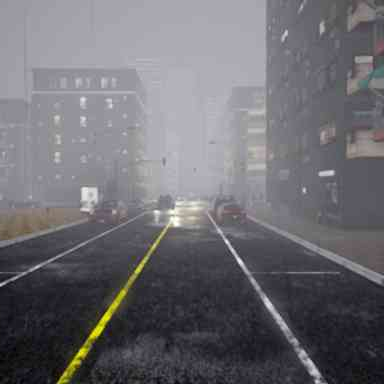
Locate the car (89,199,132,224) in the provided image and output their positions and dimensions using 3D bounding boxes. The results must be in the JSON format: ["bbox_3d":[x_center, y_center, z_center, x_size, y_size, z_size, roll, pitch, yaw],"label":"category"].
[{"bbox_3d":[-5.693,1.287,22.997,1.967,1.590,4.097,0,0,0],"label":"car"}]

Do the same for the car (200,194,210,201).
[{"bbox_3d":[2.700,1.111,71.968,1.947,1.339,4.313,0,0,0],"label":"car"}]

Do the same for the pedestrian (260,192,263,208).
[{"bbox_3d":[8.144,0.911,39.204,0.375,1.860,0.375,0,1,0],"label":"pedestrian"}]

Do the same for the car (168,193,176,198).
[{"bbox_3d":[-5.677,0.965,94.076,1.887,1.381,4.507,0,0,0],"label":"car"}]

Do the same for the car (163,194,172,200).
[{"bbox_3d":[-5.680,1.079,77.505,1.947,1.339,4.313,0,0,0],"label":"car"}]

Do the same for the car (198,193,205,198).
[{"bbox_3d":[2.705,0.986,94.062,1.947,1.339,4.313,0,0,0],"label":"car"}]

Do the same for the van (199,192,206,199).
[{"bbox_3d":[2.702,0.792,88.536,1.690,1.788,3.998,0,0,0],"label":"van"}]

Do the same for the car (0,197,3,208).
[{"bbox_3d":[-27.962,1.678,44.774,4.403,1.369,2.008,-1,2,0],"label":"car"}]

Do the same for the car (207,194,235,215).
[{"bbox_3d":[2.689,1.127,28.521,2.192,1.841,5.009,0,0,0],"label":"car"}]

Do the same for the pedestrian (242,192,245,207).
[{"bbox_3d":[6.144,0.886,39.805,0.375,1.860,0.375,0,1,0],"label":"pedestrian"}]

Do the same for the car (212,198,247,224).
[{"bbox_3d":[2.689,1.392,22.995,1.887,1.381,4.507,0,0,0],"label":"car"}]

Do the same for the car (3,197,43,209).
[{"bbox_3d":[-22.393,1.597,44.813,4.403,1.369,2.008,-1,2,0],"label":"car"}]

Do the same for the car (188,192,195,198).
[{"bbox_3d":[0.020,0.840,92.152,1.812,1.442,4.674,0,0,0],"label":"car"}]

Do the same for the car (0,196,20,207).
[{"bbox_3d":[-30.260,1.479,53.394,4.097,1.590,1.967,-1,2,0],"label":"car"}]

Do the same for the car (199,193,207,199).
[{"bbox_3d":[2.702,1.027,83.014,1.887,1.381,4.507,0,0,0],"label":"car"}]

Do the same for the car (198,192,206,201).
[{"bbox_3d":[2.699,1.160,66.445,1.802,1.307,4.206,0,0,0],"label":"car"}]

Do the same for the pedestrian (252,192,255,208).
[{"bbox_3d":[7.144,0.898,38.604,0.375,1.860,0.375,0,1,0],"label":"pedestrian"}]

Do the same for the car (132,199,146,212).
[{"bbox_3d":[-5.689,1.358,34.054,1.802,1.307,4.206,0,0,0],"label":"car"}]

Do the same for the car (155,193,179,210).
[{"bbox_3d":[-2.996,1.099,38.261,2.097,1.767,4.553,0,1,0],"label":"car"}]

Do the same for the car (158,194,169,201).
[{"bbox_3d":[-5.682,1.143,66.458,1.947,1.339,4.313,0,0,0],"label":"car"}]
